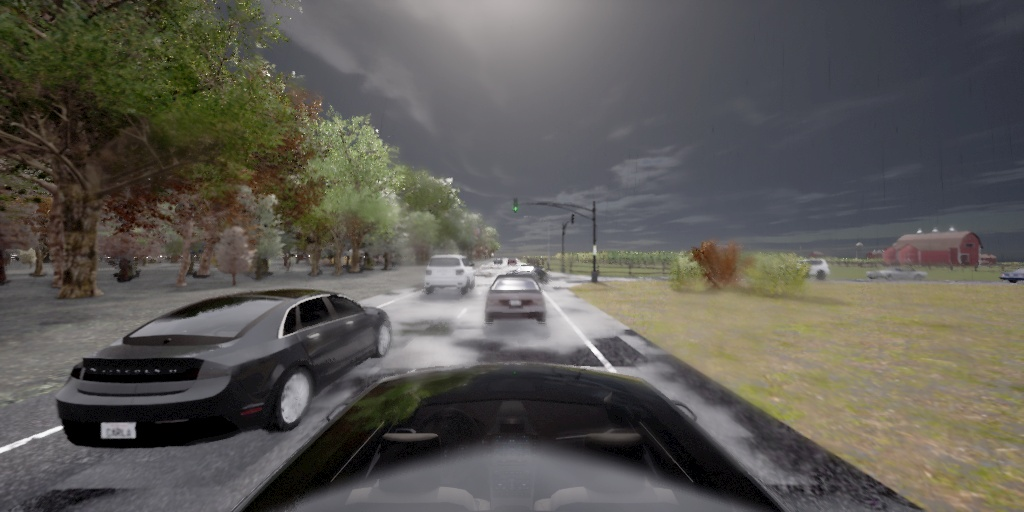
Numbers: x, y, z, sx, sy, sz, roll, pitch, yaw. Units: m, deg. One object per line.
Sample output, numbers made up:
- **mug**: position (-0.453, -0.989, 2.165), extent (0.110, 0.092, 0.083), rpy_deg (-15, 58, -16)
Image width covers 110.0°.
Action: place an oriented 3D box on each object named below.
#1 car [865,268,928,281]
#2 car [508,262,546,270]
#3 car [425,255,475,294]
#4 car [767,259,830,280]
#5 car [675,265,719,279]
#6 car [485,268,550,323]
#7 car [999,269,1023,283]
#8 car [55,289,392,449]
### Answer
- **car**: position (39.258, 1.850, 36.720), extent (4.718, 1.301, 1.895), rpy_deg (1, -1, 0)
- **car**: position (1.327, 1.328, 25.110), extent (1.994, 1.385, 4.181), rpy_deg (0, 0, 18)
- **car**: position (-3.392, 0.982, 20.415), extent (2.150, 2.045, 5.566), rpy_deg (0, 0, 0)
- **car**: position (29.297, 1.362, 36.786), extent (5.566, 2.045, 2.150), rpy_deg (1, -1, 0)
- **car**: position (18.857, 1.590, 36.833), extent (4.181, 1.385, 1.994), rpy_deg (1, -1, 0)
- **car**: position (0.104, 1.304, 12.076), extent (2.033, 1.411, 5.357), rpy_deg (0, 0, 0)
- **car**: position (48.605, 1.838, 33.072), extent (5.357, 1.411, 2.033), rpy_deg (1, -1, 1)
- **car**: position (-3.397, 1.257, 5.521), extent (1.837, 1.490, 4.892), rpy_deg (0, 0, 0)
